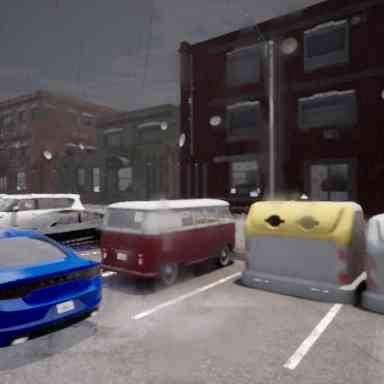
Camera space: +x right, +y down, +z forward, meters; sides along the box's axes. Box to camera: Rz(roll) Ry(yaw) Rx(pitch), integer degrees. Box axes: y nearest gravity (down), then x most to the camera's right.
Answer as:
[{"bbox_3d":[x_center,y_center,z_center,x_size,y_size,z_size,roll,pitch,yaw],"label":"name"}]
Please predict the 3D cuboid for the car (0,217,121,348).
[{"bbox_3d":[-3.773,1.427,6.070,5.008,1.535,1.882,1,0,36],"label":"car"}]

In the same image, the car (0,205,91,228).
[{"bbox_3d":[-4.909,1.417,12.421,2.163,1.488,4.792,1,0,36],"label":"car"}]

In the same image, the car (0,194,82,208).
[{"bbox_3d":[-7.151,1.109,14.022,2.435,2.045,5.566,1,0,35],"label":"car"}]

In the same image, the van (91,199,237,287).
[{"bbox_3d":[-0.330,1.211,9.334,1.878,1.987,4.442,1,0,36],"label":"van"}]
